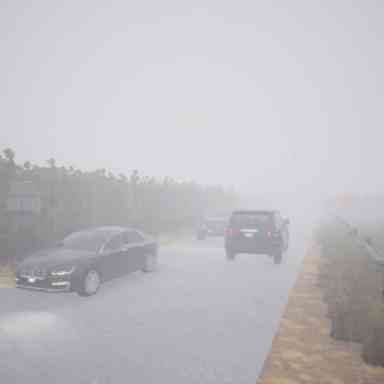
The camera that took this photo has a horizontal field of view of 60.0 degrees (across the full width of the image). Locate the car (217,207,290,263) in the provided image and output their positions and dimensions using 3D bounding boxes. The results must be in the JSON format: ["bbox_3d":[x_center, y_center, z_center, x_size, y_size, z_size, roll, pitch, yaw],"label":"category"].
[{"bbox_3d":[2.976,1.763,14.606,2.150,2.045,5.566,0,-2,20],"label":"car"}]

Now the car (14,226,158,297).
[{"bbox_3d":[-2.678,1.811,9.658,1.837,1.490,4.892,0,-2,22],"label":"car"}]

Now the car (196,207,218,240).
[{"bbox_3d":[2.084,1.985,21.633,2.150,2.045,5.566,0,-2,22],"label":"car"}]
